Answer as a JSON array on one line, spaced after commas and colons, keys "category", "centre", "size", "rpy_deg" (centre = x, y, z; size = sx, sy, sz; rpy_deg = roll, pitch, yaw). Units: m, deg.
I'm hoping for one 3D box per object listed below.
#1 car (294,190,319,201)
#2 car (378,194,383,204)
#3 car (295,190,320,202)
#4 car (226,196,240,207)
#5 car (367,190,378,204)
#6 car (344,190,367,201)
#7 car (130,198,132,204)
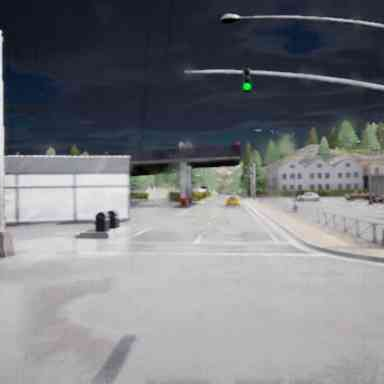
[{"category": "car", "centre": [20.539, 0.628, 59.805], "size": [3.866, 1.878, 1.905], "rpy_deg": [-1, 0, 6]}, {"category": "car", "centre": [15.883, 1.026, 22.510], "size": [5.027, 1.636, 2.152], "rpy_deg": [-1, 0, 6]}, {"category": "car", "centre": [19.574, 0.934, 56.568], "size": [3.806, 1.475, 1.970], "rpy_deg": [-1, 0, 6]}, {"category": "car", "centre": [5.883, 1.294, 47.713], "size": [1.882, 1.535, 5.008], "rpy_deg": [-1, 0, 7]}, {"category": "car", "centre": [25.936, 0.789, 43.375], "size": [4.514, 1.523, 2.007], "rpy_deg": [-1, 0, 6]}, {"category": "car", "centre": [28.001, 0.532, 55.679], "size": [4.605, 1.855, 1.932], "rpy_deg": [-1, 0, 6]}, {"category": "car", "centre": [-13.187, 1.585, 64.064], "size": [2.242, 1.667, 4.611], "rpy_deg": [-1, 0, 6]}]
